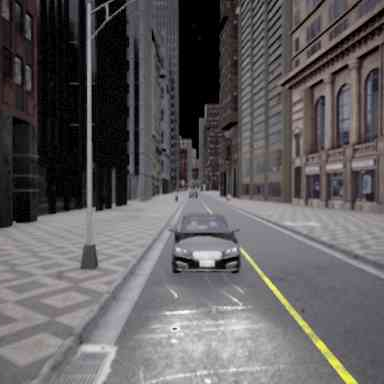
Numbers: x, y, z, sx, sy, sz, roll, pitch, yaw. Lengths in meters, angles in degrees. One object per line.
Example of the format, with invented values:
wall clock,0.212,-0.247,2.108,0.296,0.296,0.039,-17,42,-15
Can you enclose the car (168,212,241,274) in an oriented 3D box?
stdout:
car,0.367,1.432,10.465,2.128,1.511,4.902,0,1,0

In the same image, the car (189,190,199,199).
car,0.430,0.571,83.280,2.150,2.045,5.566,0,0,0
